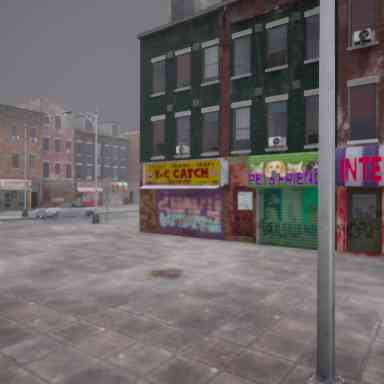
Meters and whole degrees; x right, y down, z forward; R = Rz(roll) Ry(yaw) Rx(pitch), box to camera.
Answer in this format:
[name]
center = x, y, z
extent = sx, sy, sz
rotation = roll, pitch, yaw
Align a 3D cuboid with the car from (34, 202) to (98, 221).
[car]
center = -9.948, 1.504, 26.485
extent = 1.895, 1.301, 4.718
rotation = 0, 0, 35
